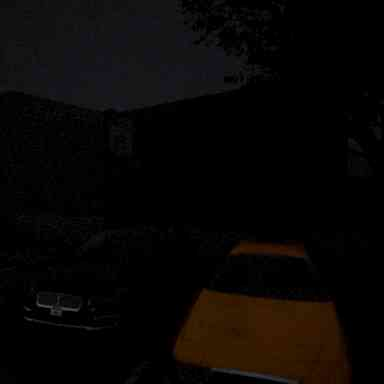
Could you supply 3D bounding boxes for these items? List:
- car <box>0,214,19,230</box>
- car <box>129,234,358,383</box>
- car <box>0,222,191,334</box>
[{"bbox_3d":[-8.554,1.372,12.209,2.002,1.452,4.674,1,0,16],"label":"car"},{"bbox_3d":[1.157,1.460,5.047,1.946,1.575,5.366,1,0,16],"label":"car"},{"bbox_3d":[-1.232,1.432,6.975,2.231,1.521,4.892,1,0,16],"label":"car"}]
